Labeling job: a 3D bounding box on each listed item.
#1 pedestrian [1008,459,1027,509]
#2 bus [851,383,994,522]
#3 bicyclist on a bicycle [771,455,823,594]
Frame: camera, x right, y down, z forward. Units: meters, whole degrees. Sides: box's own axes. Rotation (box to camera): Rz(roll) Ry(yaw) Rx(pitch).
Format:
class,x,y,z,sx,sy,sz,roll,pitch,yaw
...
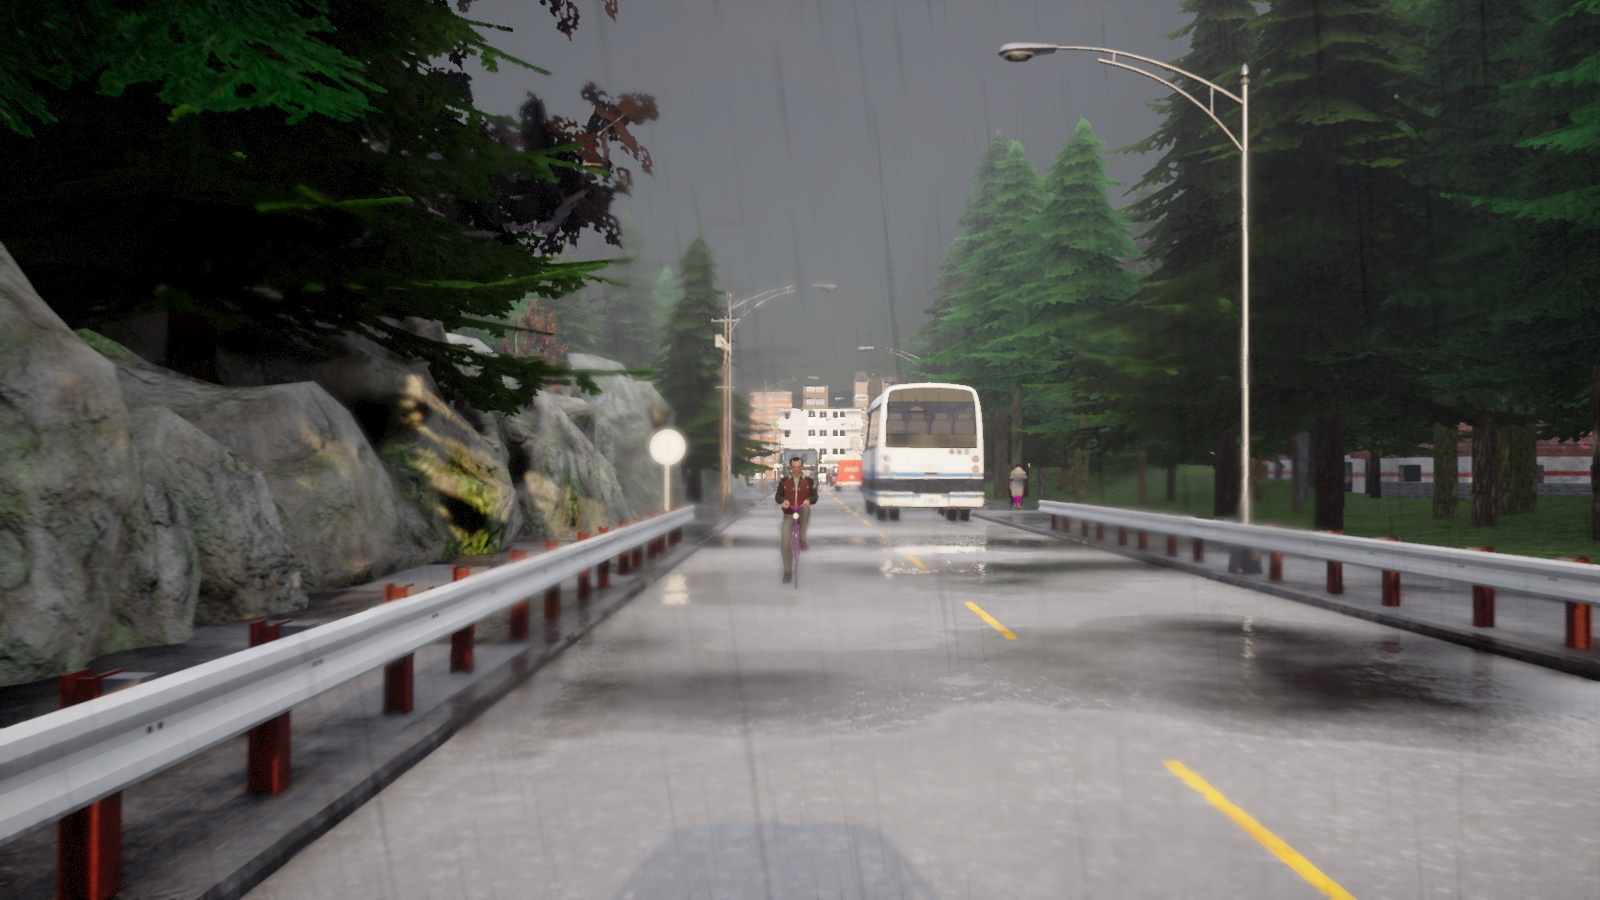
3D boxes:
class,x,y,z,sx,sy,sz,roll,pitch,yaw
pedestrian,8.622,1.337,49.747,0.659,1.952,0.873,0,-1,6
bus,3.961,0.163,43.461,3.944,4.253,10.273,0,-1,0
bicyclist on a bicycle,-0.042,0.976,17.013,0.659,1.776,1.843,0,-1,0
